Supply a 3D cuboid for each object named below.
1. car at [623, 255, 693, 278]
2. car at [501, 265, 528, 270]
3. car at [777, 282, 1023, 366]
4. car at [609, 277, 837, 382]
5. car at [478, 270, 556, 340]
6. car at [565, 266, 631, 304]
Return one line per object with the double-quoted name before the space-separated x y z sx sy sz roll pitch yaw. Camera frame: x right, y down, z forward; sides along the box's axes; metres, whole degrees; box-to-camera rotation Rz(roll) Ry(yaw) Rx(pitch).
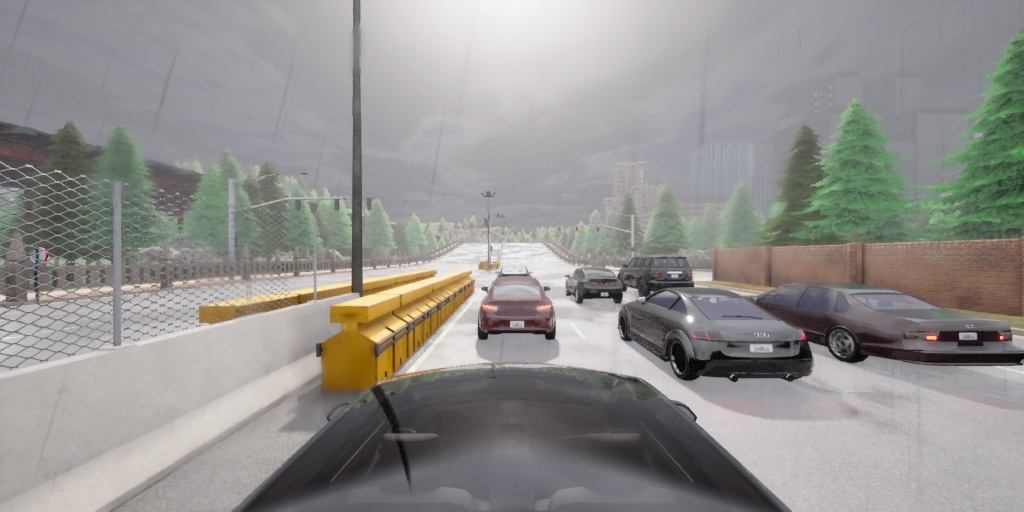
"car" 7.114 0.972 18.341 2.150 2.045 5.566 0 0 0
"car" 0.116 1.241 19.109 2.128 1.511 4.902 0 0 0
"car" 7.106 1.297 8.099 2.033 1.411 5.357 0 0 0
"car" 3.610 1.314 7.234 1.994 1.385 4.181 0 0 -1
"car" 0.109 1.276 9.863 1.812 1.442 4.674 0 0 0
"car" 3.613 1.255 16.401 1.837 1.490 4.892 0 0 0
